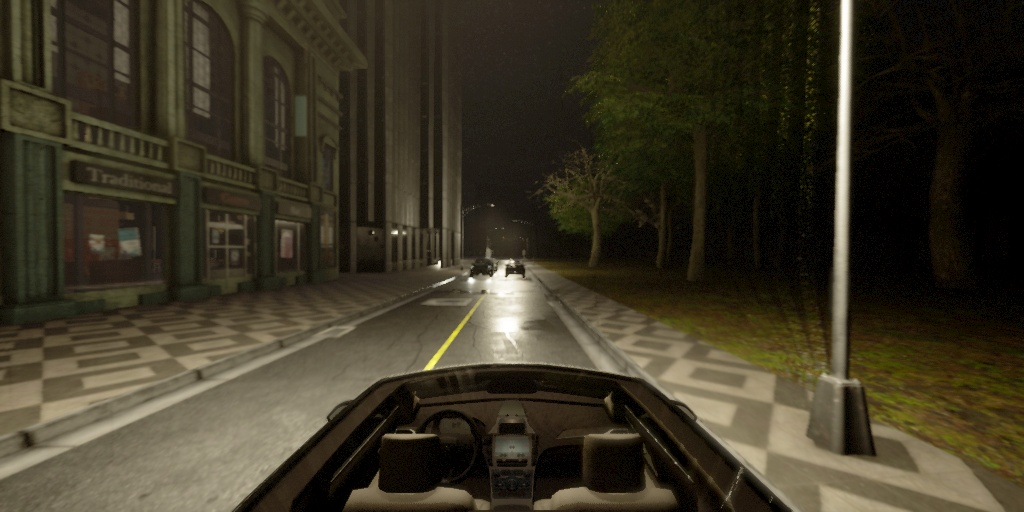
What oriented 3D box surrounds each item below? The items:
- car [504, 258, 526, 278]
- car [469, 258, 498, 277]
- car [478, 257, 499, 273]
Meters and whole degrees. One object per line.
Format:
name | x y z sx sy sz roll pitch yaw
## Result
car | 0.308 1.188 33.812 2.128 1.511 4.902 0 0 1
car | -2.762 1.029 34.000 2.097 1.767 4.553 0 0 0
car | -2.701 0.992 41.820 2.097 1.767 4.553 0 0 0
